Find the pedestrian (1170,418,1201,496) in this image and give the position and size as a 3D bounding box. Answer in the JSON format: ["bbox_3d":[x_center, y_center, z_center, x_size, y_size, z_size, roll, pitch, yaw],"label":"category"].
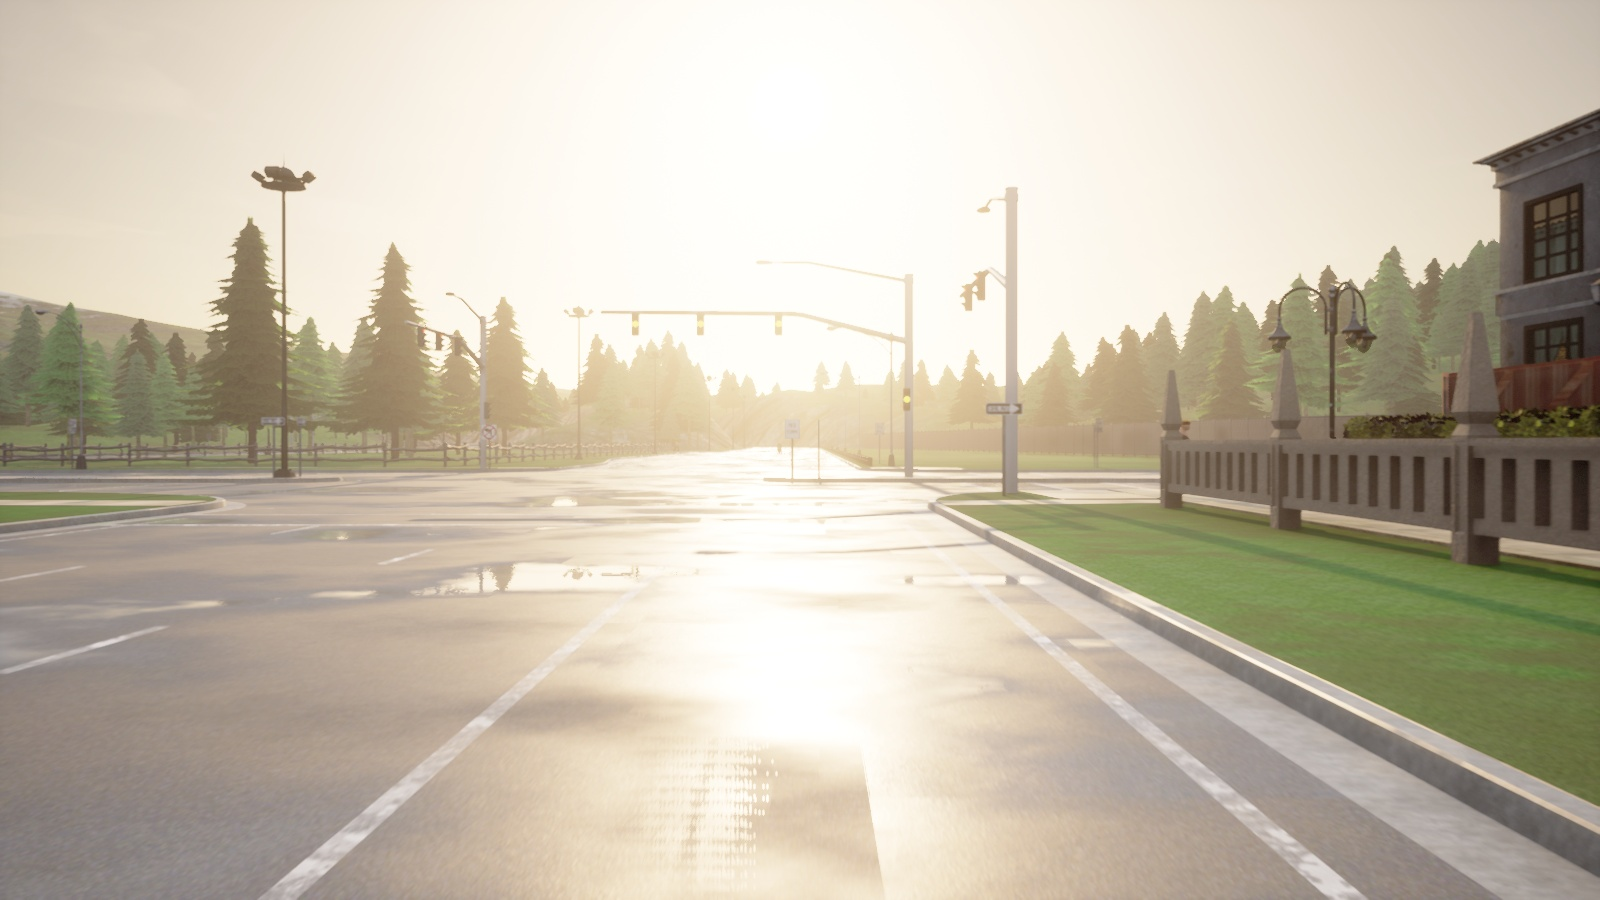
[{"bbox_3d":[9.206,0.167,29.992,0.594,1.836,0.345,0,1,45],"label":"pedestrian"}]
